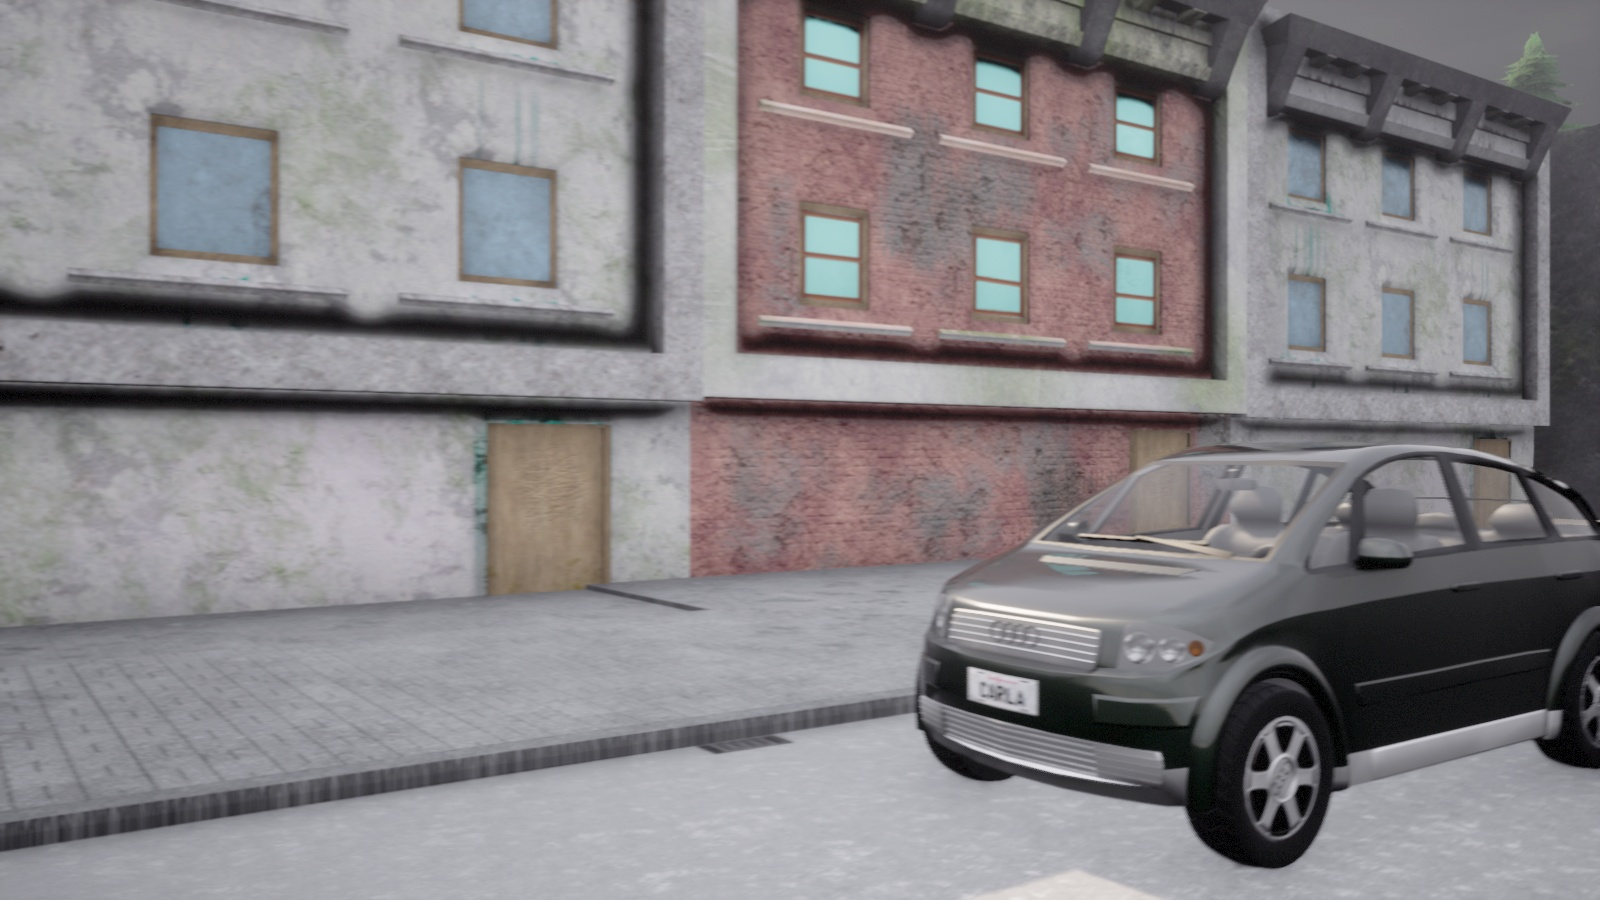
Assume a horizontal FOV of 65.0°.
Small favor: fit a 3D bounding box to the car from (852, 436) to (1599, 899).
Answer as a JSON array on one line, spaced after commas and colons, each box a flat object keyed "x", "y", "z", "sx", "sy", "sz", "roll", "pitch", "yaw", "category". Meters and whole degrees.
[{"x": 2.263, "y": 0.733, "z": 5.842, "sx": 3.705, "sy": 1.549, "sz": 1.789, "roll": 0, "pitch": 0, "yaw": -35, "category": "car"}]
